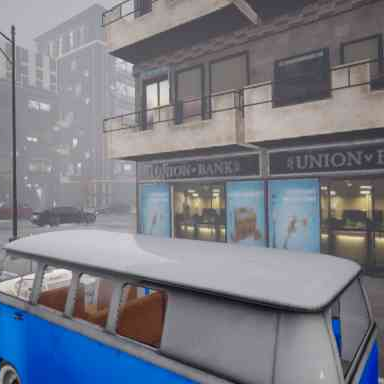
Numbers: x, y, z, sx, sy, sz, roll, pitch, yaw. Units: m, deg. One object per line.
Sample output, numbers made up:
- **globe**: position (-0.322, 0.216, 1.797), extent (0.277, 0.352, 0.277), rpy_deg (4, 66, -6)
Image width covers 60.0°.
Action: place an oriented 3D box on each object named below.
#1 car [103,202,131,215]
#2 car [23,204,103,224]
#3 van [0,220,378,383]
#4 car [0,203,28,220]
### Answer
- **car**: position (-8.591, 1.797, 36.385), extent (1.947, 1.339, 4.313), rpy_deg (-2, -1, 36)
- **car**: position (-8.518, 1.583, 22.334), extent (1.947, 1.339, 4.313), rpy_deg (-2, -1, 36)
- **van**: position (-0.422, 1.342, 3.162), extent (3.998, 1.788, 1.690), rpy_deg (0, -1, 36)
- **car**: position (-15.270, 1.608, 27.301), extent (1.967, 1.590, 4.097), rpy_deg (-2, -1, 36)
